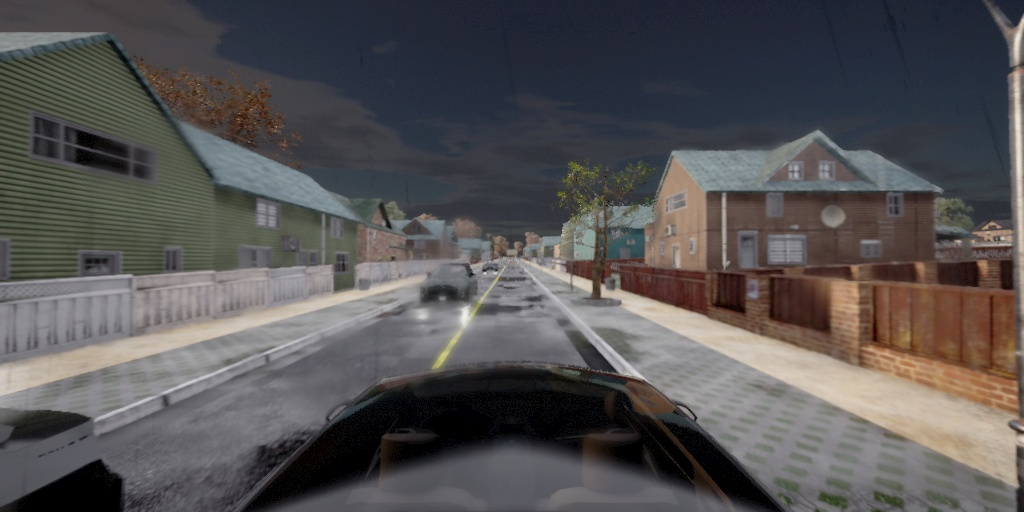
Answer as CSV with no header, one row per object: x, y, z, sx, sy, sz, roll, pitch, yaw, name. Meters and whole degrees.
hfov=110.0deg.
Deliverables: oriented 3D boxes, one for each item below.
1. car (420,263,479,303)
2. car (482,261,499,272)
-2.791,1.131,16.746,2.097,1.767,4.553,0,0,1,car
-2.796,1.396,47.337,1.994,1.385,4.181,0,0,0,car
